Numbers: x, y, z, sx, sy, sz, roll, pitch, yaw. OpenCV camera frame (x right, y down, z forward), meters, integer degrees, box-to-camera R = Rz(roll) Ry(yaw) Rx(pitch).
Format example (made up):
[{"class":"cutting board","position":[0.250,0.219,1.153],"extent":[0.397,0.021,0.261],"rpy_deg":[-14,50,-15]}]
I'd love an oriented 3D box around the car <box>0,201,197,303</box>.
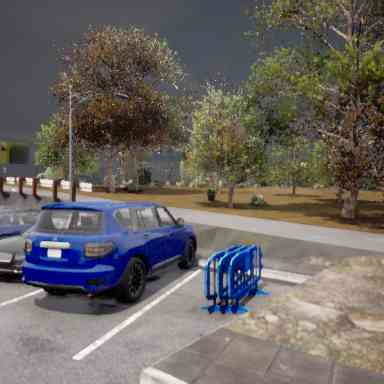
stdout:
[{"class":"car","position":[-1.621,1.253,8.594],"extent":[2.435,2.045,5.566],"rpy_deg":[0,-1,19]}]
